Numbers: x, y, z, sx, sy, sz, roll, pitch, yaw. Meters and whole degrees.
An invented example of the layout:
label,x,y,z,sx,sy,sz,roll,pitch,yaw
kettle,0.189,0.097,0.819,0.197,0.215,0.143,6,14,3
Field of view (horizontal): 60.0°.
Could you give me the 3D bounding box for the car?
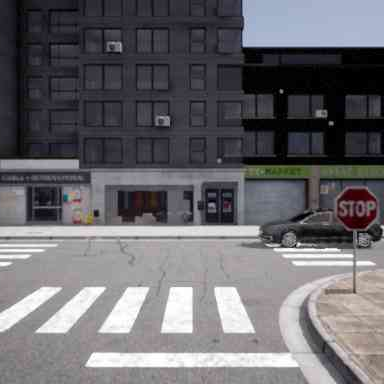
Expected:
label,x,y,z,sx,sy,sz,roll,pitch,yaw
car,5.259,1.471,13.829,4.892,1.490,1.837,0,0,0
